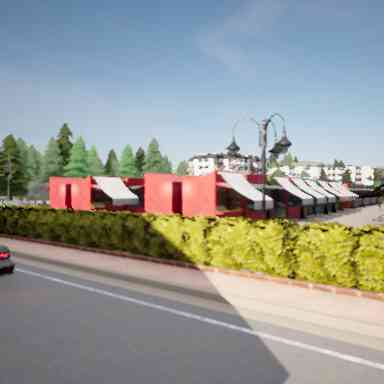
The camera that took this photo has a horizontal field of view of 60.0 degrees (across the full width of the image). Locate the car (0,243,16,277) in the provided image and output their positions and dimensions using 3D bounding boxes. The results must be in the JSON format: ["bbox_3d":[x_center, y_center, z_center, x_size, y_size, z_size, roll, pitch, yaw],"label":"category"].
[{"bbox_3d":[-6.724,1.541,8.717,5.357,1.411,2.033,0,0,36],"label":"car"}]
